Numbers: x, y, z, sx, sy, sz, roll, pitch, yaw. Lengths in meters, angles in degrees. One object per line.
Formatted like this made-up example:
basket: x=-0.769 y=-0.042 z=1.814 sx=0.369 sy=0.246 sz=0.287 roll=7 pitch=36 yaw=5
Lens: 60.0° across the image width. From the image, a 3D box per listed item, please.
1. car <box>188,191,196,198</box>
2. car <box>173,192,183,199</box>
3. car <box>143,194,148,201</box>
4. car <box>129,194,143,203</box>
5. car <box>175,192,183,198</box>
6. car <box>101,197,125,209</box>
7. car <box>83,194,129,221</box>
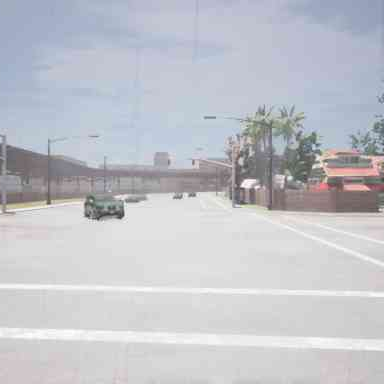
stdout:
car: x=0.094 y=0.519 z=86.818 sx=2.097 sy=1.767 sz=4.553 roll=0 pitch=1 yaw=0
car: x=-3.417 y=0.963 z=76.862 sx=1.895 sy=1.301 sz=4.718 roll=0 pitch=1 yaw=0
car: x=-10.425 y=1.050 z=69.060 sx=1.812 sy=1.442 sz=4.674 roll=0 pitch=1 yaw=0
car: x=-10.501 y=1.268 z=58.852 sx=1.994 sy=1.385 sz=4.181 roll=0 pitch=1 yaw=0
car: x=-3.406 y=0.709 z=87.180 sx=1.994 sy=1.385 sz=4.181 roll=0 pitch=1 yaw=0
car: x=-10.536 y=1.426 z=44.772 sx=2.033 sy=1.411 sz=5.357 roll=0 pitch=1 yaw=0
car: x=-7.528 y=1.201 z=27.800 sx=2.150 sy=2.045 sz=5.566 roll=-1 pitch=1 yaw=-31
